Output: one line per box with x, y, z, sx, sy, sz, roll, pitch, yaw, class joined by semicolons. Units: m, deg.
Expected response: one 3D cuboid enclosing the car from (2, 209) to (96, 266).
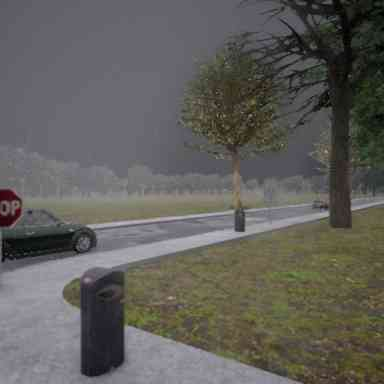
-5.559;1.366;11.436;2.097;1.767;4.553;0;0;36;car

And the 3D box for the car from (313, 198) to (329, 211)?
17.060;1.547;42.944;2.128;1.511;4.902;0;0;36;car
